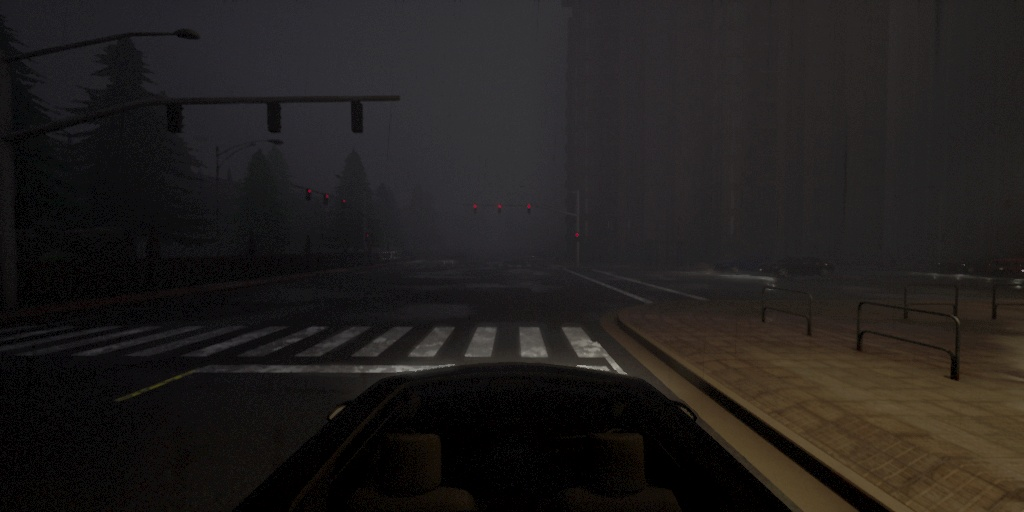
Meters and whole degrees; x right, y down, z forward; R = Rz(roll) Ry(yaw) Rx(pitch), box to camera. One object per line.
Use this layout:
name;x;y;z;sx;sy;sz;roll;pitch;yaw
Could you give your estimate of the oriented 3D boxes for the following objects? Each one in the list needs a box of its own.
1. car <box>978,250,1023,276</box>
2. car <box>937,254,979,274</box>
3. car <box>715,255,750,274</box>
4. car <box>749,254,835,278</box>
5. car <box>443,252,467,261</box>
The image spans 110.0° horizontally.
car;37.794;0.557;25.678;5.566;2.045;2.150;0;1;0
car;37.798;0.659;29.181;5.008;1.535;1.882;0;1;0
car;19.193;0.629;29.143;5.008;1.535;1.882;0;1;0
car;20.213;0.741;25.651;4.892;1.490;1.837;0;1;0
car;-8.938;0.026;56.596;1.895;1.301;4.718;0;2;19
